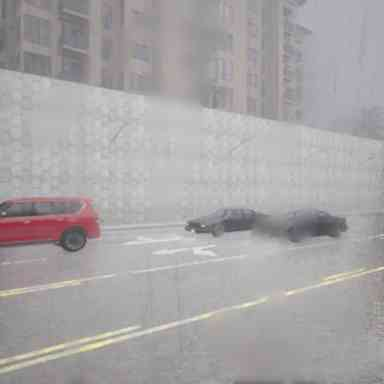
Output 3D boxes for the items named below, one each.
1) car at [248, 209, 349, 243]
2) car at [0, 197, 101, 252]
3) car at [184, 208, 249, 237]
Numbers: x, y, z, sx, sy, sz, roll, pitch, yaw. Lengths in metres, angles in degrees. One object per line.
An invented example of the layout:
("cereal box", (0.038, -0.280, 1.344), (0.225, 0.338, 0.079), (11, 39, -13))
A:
("car", (5.564, 1.595, 16.446), (5.357, 1.411, 2.033), (0, 0, -35))
("car", (-6.243, 1.229, 12.423), (5.566, 2.045, 2.150), (0, 0, -35))
("car", (2.225, 1.590, 18.445), (5.357, 1.411, 2.033), (0, 0, -35))
